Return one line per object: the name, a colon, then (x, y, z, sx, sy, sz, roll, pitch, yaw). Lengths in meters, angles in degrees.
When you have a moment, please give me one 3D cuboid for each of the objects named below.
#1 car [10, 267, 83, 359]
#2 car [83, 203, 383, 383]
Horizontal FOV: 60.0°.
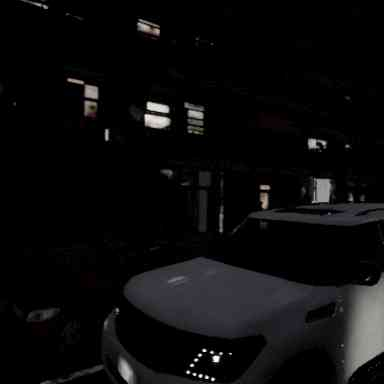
car: (-0.853, 1.582, 5.936, 4.206, 1.307, 1.802, 0, 1, -35)
car: (1.681, 1.219, 4.522, 5.566, 2.045, 2.150, 0, 0, -35)
